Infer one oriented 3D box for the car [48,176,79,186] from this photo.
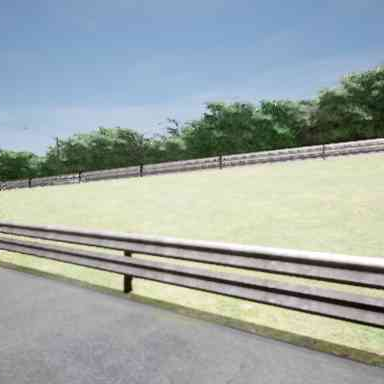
[{"bbox_3d":[-20.934,-1.663,54.429,5.566,2.045,2.150,-4,-2,27],"label":"car"}]
